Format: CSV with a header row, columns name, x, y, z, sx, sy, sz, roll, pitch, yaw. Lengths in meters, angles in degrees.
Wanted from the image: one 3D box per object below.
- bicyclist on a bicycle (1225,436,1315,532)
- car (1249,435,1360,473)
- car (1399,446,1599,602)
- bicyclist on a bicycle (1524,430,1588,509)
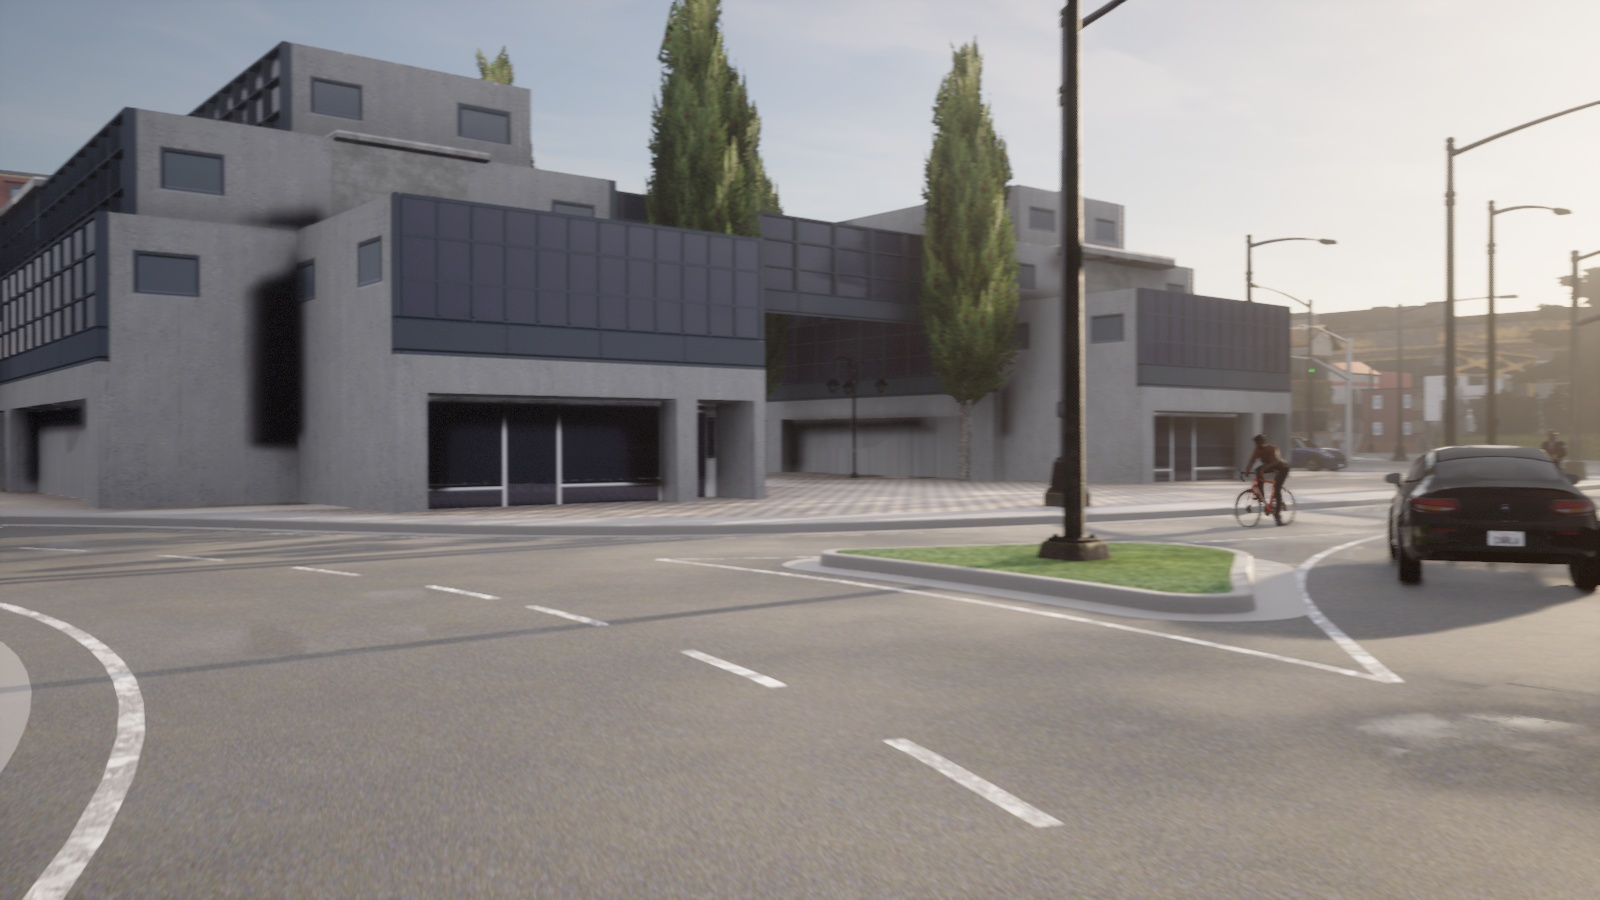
name,x,y,z,sx,sy,sz,roll,pitch,yaw
bicyclist on a bicycle,8.180,0.564,21.827,1.656,1.620,0.582,-1,0,-33
car,24.400,0.179,60.878,2.097,1.767,4.553,0,1,-39
car,7.782,0.682,14.089,1.812,1.442,4.674,0,0,24
bicyclist on a bicycle,17.339,0.430,28.799,1.843,1.776,0.659,0,0,-39
